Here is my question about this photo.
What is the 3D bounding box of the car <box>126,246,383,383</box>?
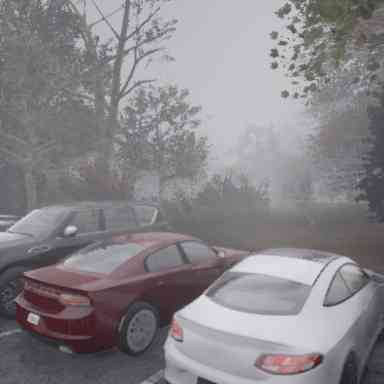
[{"bbox_3d":[1.543,1.535,4.718,2.002,1.452,4.674,0,0,37],"label":"car"}]

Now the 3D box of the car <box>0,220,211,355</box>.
[{"bbox_3d":[-0.583,1.505,6.318,2.097,1.535,5.008,0,0,37],"label":"car"}]

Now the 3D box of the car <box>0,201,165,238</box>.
[{"bbox_3d":[-2.822,1.265,7.978,2.435,2.045,5.566,0,0,37],"label":"car"}]
